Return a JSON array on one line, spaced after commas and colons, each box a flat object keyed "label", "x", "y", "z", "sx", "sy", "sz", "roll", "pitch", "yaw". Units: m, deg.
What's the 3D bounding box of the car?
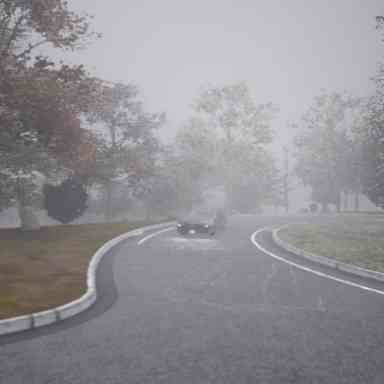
[{"label": "car", "x": 0.749, "y": 1.516, "z": 18.371, "sx": 2.033, "sy": 1.411, "sz": 5.357, "roll": 1, "pitch": 0, "yaw": 16}]
